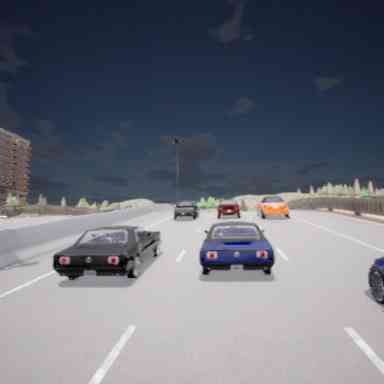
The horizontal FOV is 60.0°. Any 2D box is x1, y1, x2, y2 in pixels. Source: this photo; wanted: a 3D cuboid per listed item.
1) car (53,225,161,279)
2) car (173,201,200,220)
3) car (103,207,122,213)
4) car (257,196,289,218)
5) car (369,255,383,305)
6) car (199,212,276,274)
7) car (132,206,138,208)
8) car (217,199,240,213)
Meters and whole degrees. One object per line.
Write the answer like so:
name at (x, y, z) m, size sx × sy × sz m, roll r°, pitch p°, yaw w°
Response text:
car at (-2.219, 1.654, 10.166) m, size 1.895 × 1.301 × 4.718 m, roll -2°, pitch 0°, yaw 6°
car at (-0.403, 1.480, 28.284) m, size 2.128 × 1.511 × 4.902 m, roll -2°, pitch 0°, yaw 6°
car at (-12.136, 3.014, 52.164) m, size 2.033 × 1.411 × 5.357 m, roll -2°, pitch -5°, yaw 6°
car at (6.523, 1.145, 27.254) m, size 2.097 × 1.767 × 4.553 m, roll -2°, pitch 0°, yaw 6°
car at (4.265, 1.401, 4.723) m, size 1.812 × 1.442 × 4.674 m, roll -2°, pitch 0°, yaw 6°
car at (1.313, 1.554, 10.323) m, size 1.895 × 1.301 × 4.718 m, roll -2°, pitch 0°, yaw 6°
car at (-8.655, 2.912, 51.814) m, size 1.994 × 1.385 × 4.181 m, roll -2°, pitch -5°, yaw 6°
car at (3.179, 1.370, 28.946) m, size 1.882 × 1.535 × 5.008 m, roll -2°, pitch 0°, yaw 6°
